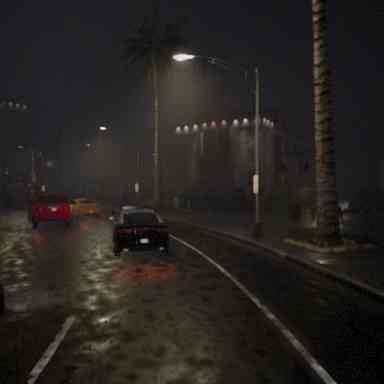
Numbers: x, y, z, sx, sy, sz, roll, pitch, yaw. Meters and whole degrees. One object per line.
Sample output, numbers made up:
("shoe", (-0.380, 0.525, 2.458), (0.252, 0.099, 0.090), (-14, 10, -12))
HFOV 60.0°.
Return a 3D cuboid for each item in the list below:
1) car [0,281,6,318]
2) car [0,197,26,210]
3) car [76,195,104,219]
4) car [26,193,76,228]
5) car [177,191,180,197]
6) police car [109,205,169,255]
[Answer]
("car", (-3.830, 1.491, 3.464), (1.837, 1.490, 4.892), (0, 0, -4))
("car", (-20.360, 1.321, 38.608), (4.674, 1.442, 1.812), (0, 0, 37))
("car", (-9.185, 1.317, 27.631), (1.882, 1.535, 5.008), (0, 0, -35))
("car", (-9.298, 1.101, 21.615), (2.150, 2.045, 5.566), (0, 0, -29))
("car", (-1.681, 1.011, 62.569), (4.674, 1.452, 2.002), (0, 0, 32))
("police car", (-2.214, 1.342, 13.218), (1.930, 1.638, 5.238), (0, 1, -15))
